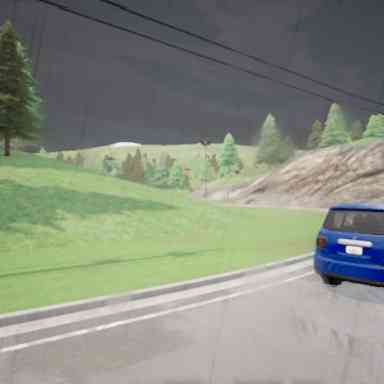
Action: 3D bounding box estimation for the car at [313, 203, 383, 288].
[{"bbox_3d":[5.215,1.297,8.593,5.566,2.045,2.150,1,0,-44],"label":"car"}]

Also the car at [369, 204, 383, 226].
[{"bbox_3d":[15.590,1.780,26.173,2.033,1.411,5.357,0,0,19],"label":"car"}]
